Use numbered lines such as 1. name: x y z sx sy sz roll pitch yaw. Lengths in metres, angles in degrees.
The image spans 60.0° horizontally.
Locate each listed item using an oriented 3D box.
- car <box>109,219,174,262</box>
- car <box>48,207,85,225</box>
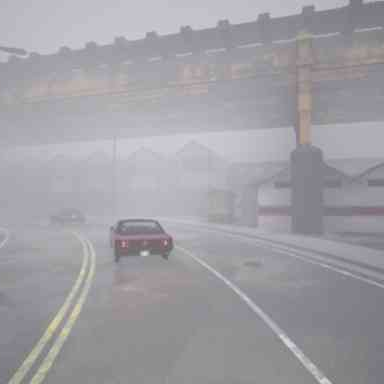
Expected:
1. car: -2.108 1.662 12.553 1.895 1.301 4.718 0 -1 -16
2. car: -10.738 1.994 28.356 1.994 1.385 4.181 1 -2 -39
